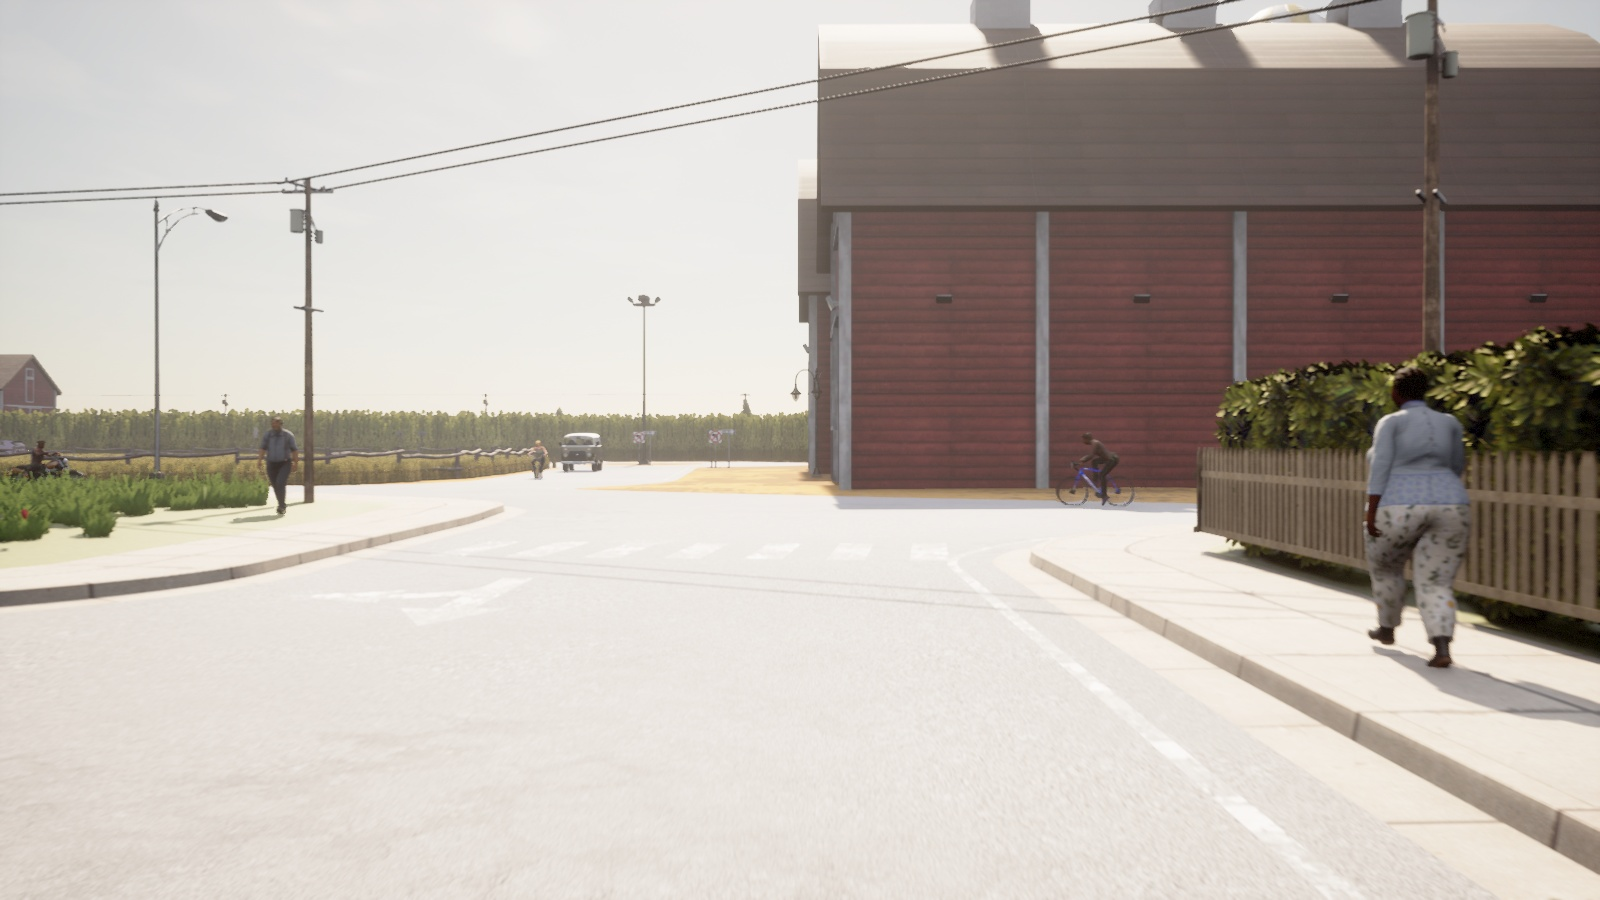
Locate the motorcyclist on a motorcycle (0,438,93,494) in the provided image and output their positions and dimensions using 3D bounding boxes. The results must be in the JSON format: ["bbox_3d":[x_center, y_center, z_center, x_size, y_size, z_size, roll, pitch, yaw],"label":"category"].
[{"bbox_3d":[-22.556,0.467,37.607,2.350,1.649,0.766,0,0,1],"label":"motorcyclist on a motorcycle"}]

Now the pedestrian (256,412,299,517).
[{"bbox_3d":[-9.363,0.248,22.505,0.540,1.848,0.694,0,0,-6],"label":"pedestrian"}]

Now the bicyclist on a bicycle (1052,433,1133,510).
[{"bbox_3d":[6.318,0.454,27.114,1.656,1.620,0.582,0,2,16],"label":"bicyclist on a bicycle"}]

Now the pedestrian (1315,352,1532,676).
[{"bbox_3d":[3.756,0.362,7.643,0.874,1.855,0.900,0,0,1],"label":"pedestrian"}]

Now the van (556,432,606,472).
[{"bbox_3d":[-11.477,0.088,66.057,2.069,2.038,4.480,0,0,-3],"label":"van"}]
